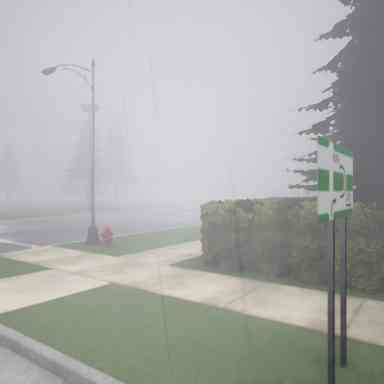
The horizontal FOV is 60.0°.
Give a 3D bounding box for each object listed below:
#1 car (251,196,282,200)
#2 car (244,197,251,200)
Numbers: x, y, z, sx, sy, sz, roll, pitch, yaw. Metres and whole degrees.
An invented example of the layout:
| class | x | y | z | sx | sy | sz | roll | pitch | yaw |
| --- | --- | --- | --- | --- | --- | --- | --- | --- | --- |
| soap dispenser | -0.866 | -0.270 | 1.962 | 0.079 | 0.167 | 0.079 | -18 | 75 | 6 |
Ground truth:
| class | x | y | z | sx | sy | sz | roll | pitch | yaw |
| --- | --- | --- | --- | --- | --- | --- | --- | --- | --- |
| car | 10.183 | 1.526 | 45.271 | 1.812 | 1.442 | 4.674 | 0 | 0 | 36 |
| car | 10.548 | 1.547 | 57.644 | 2.033 | 1.411 | 5.357 | 0 | 0 | 38 |
